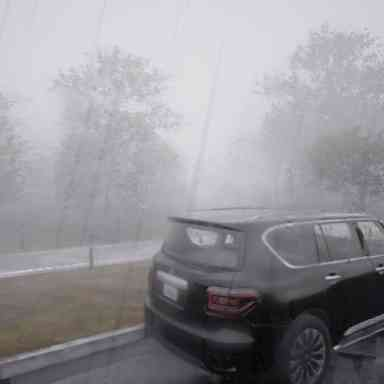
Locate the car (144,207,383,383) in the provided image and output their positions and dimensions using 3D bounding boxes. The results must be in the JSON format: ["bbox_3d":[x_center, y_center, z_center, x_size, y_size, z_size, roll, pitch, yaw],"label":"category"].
[{"bbox_3d":[1.959,1.275,5.426,5.566,2.045,2.435,0,0,-35],"label":"car"}]
